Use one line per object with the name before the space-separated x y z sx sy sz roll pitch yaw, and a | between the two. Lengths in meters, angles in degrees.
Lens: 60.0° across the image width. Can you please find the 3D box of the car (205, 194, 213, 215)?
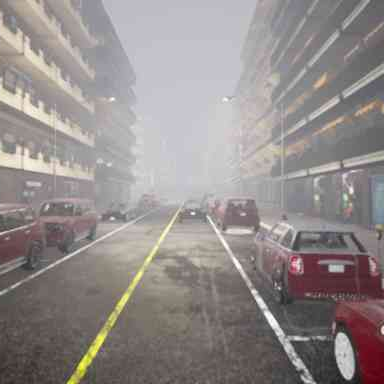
car | 2.518 1.237 30.025 1.967 1.590 4.097 1 0 0

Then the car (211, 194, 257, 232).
car | 2.534 1.181 18.961 2.192 1.841 5.009 1 0 0

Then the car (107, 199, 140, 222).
car | -5.324 1.396 24.545 1.947 1.339 4.313 1 0 0

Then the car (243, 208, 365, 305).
car | 2.585 1.382 7.900 1.967 1.590 4.097 1 0 0

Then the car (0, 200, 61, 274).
car | -5.300 1.257 7.951 2.192 1.841 5.009 1 0 0

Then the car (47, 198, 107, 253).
car | -5.306 1.218 13.481 2.192 1.841 5.009 1 0 0

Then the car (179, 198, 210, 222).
car | 0.069 1.394 24.382 1.994 1.385 4.181 0 0 0

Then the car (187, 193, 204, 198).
car | 0.056 1.226 41.159 2.128 1.511 4.902 0 0 0

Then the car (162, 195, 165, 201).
car | -5.349 1.252 46.666 1.887 1.381 4.507 1 0 0

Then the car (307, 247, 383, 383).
car | 2.581 1.527 2.369 1.887 1.381 4.507 1 0 0

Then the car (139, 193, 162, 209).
car | -5.337 1.050 41.133 2.192 1.841 5.009 1 0 0

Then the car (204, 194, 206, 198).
car | 2.503 1.316 41.088 1.802 1.307 4.206 1 0 0

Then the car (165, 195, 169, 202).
car | -5.368 1.217 63.259 1.802 1.307 4.206 1 0 0

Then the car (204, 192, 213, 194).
car | 2.496 0.996 52.149 2.192 1.841 5.009 1 0 0

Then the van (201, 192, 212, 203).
van | 2.489 0.998 57.681 1.690 1.788 3.998 1 0 0
